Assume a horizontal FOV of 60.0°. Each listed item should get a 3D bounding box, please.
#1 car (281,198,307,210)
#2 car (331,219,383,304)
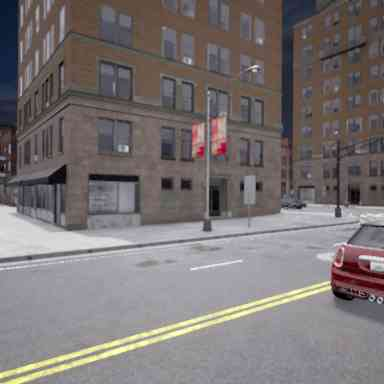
[{"bbox_3d":[11.084,1.377,39.960,2.033,1.411,5.357,1,0,-36],"label":"car"},{"bbox_3d":[5.016,1.334,7.104,4.553,1.767,2.097,0,0,-36],"label":"car"}]
